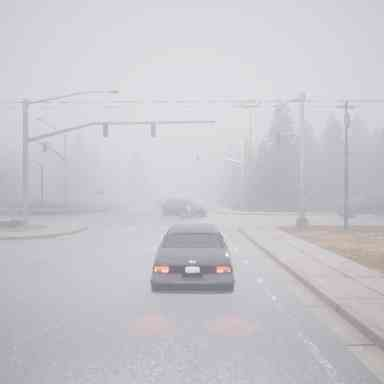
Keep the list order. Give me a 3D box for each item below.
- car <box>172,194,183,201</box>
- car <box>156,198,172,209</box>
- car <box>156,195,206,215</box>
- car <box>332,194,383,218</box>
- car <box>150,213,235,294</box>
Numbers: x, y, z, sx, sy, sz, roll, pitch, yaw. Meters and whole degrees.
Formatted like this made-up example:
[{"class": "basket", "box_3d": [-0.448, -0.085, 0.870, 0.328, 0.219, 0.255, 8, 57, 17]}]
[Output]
[{"class": "car", "box_3d": [-3.245, 1.305, 77.128, 2.128, 1.511, 4.902, 0, 0, 2]}, {"class": "car", "box_3d": [-3.688, 1.520, 45.078, 1.812, 1.442, 4.674, 0, 0, 0]}, {"class": "car", "box_3d": [-0.788, 1.361, 28.522, 2.097, 1.767, 4.553, 1, 0, -37]}, {"class": "car", "box_3d": [15.536, 1.245, 29.592, 5.566, 2.045, 2.150, 0, 0, 1]}, {"class": "car", "box_3d": [0.031, 1.544, 8.940, 2.033, 1.411, 5.357, 0, 0, 0]}]
